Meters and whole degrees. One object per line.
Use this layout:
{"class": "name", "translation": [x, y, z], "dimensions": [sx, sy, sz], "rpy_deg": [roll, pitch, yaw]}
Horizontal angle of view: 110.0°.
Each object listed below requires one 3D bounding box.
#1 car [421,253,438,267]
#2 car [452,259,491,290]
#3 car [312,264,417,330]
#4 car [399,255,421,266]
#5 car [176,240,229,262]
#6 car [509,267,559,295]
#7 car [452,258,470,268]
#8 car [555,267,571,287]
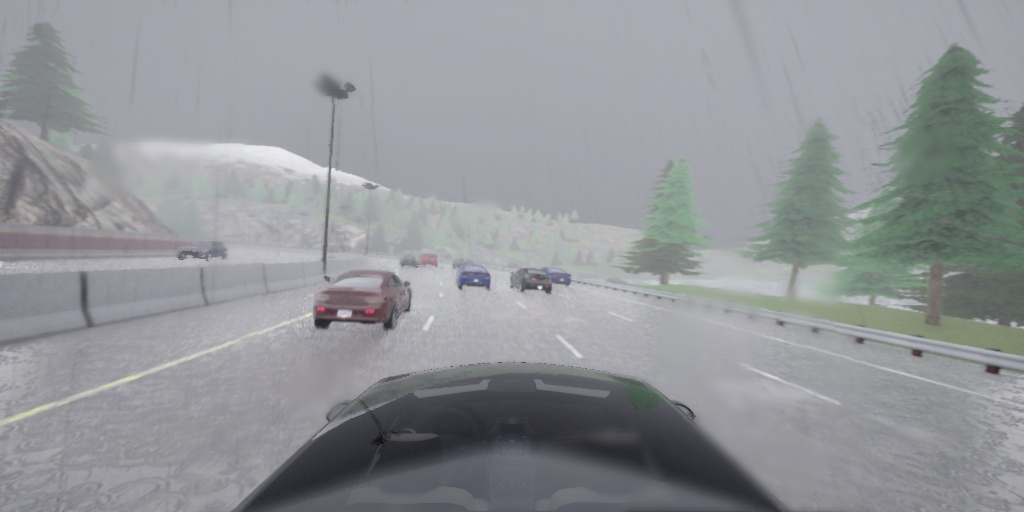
{"class": "car", "translation": [-13.212, 0.636, 56.333], "dimensions": [2.150, 2.045, 5.566], "rpy_deg": [4, -1, -26]}
{"class": "car", "translation": [-2.564, 1.246, 22.970], "dimensions": [1.882, 1.535, 5.008], "rpy_deg": [4, 0, -12]}
{"class": "car", "translation": [-4.019, 1.107, 10.240], "dimensions": [1.812, 1.442, 4.674], "rpy_deg": [4, 0, -8]}
{"class": "car", "translation": [-14.389, 0.642, 49.568], "dimensions": [2.097, 1.767, 4.553], "rpy_deg": [3, 0, -23]}
{"class": "car", "translation": [-26.171, -0.541, 30.530], "dimensions": [2.097, 1.767, 4.553], "rpy_deg": [3, 0, -17]}
{"class": "car", "translation": [1.085, 1.483, 22.408], "dimensions": [1.837, 1.490, 4.892], "rpy_deg": [4, 0, -12]}
{"class": "car", "translation": [-6.815, 1.083, 49.378], "dimensions": [2.097, 1.767, 4.553], "rpy_deg": [3, 0, -22]}
{"class": "car", "translation": [3.156, 1.631, 29.302], "dimensions": [1.882, 1.535, 5.008], "rpy_deg": [4, -1, -14]}
